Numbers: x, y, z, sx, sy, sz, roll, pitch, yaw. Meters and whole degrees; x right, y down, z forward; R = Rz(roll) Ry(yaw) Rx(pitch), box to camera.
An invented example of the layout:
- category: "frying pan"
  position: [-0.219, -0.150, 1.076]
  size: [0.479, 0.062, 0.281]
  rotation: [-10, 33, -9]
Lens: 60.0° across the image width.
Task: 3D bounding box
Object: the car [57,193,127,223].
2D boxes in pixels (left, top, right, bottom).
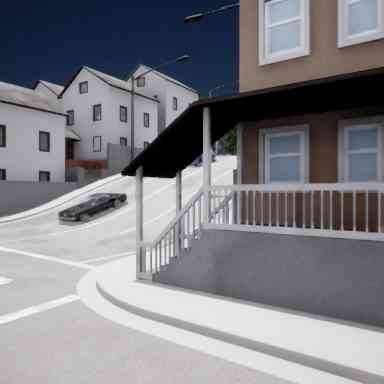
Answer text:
- category: "car"
  position: [-6.669, 0.929, 22.448]
  size: [1.895, 1.301, 4.718]
  rotation: [0, 16, 34]

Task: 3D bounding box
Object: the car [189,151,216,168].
- category: "car"
  position: [0.688, -3.392, 33.207]
  size: [1.812, 1.442, 4.674]
  rotation: [0, 14, 35]
